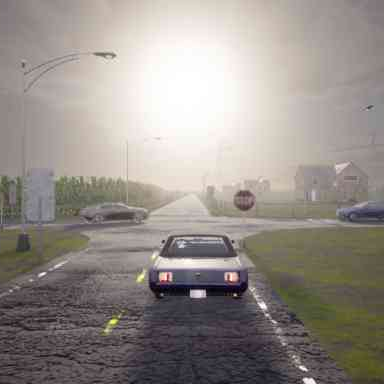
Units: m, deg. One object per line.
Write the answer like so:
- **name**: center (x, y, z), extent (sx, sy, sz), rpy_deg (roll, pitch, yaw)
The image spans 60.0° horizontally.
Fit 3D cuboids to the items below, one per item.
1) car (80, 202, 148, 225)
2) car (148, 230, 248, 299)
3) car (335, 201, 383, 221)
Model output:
- **car**: center (-5.674, 1.518, 24.535), extent (4.902, 1.511, 2.128), rpy_deg (-1, 0, -25)
- **car**: center (0.154, 1.602, 8.391), extent (1.895, 1.301, 4.718), rpy_deg (0, 0, 1)
- **car**: center (13.265, 1.408, 25.014), extent (4.674, 1.442, 1.812), rpy_deg (-1, 0, 0)
